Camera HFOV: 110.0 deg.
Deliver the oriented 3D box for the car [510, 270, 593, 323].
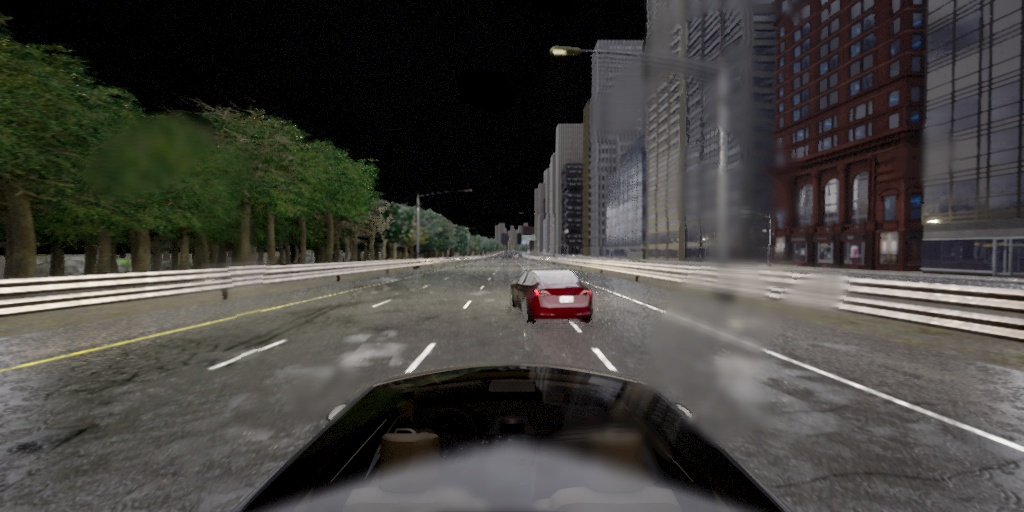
[{"bbox_3d":[1.135,1.184,11.900,2.163,1.488,4.792,0,0,-8],"label":"car"}]
